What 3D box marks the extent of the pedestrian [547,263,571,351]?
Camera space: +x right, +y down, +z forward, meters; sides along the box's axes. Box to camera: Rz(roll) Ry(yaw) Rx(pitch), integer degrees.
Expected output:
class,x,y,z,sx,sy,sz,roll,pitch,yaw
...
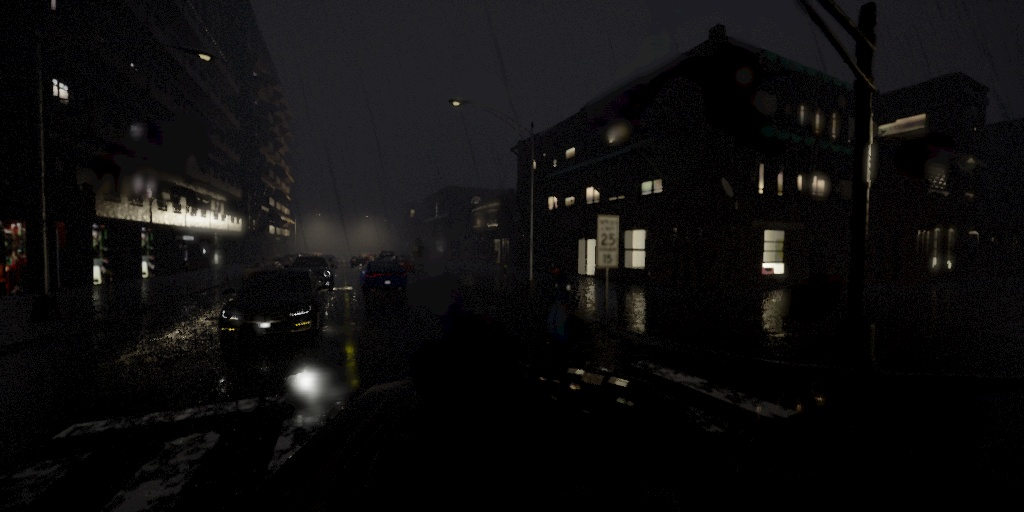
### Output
class,x,y,z,sx,sy,sz,roll,pitch,yaw
pedestrian,0.957,0.994,7.317,0.375,1.860,0.375,-1,2,-25

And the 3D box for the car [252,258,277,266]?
class,x,y,z,sx,sy,sz,roll,pitch,yaw
car,-14.555,0.883,21.229,1.751,1.417,4.829,0,0,-25

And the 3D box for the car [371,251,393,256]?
class,x,y,z,sx,sy,sz,roll,pitch,yaw
car,-14.235,0.343,40.366,2.192,1.841,5.009,0,0,-25

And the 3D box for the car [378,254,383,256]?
class,x,y,z,sx,sy,sz,roll,pitch,yaw
car,-11.813,0.714,35.232,1.802,1.307,4.207,0,0,-25

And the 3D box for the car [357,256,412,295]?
class,x,y,z,sx,sy,sz,roll,pitch,yaw
car,-6.420,0.949,17.697,1.882,1.535,5.008,0,1,-25

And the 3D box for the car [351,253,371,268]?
class,x,y,z,sx,sy,sz,roll,pitch,yaw
car,-16.965,0.619,39.997,1.895,1.301,4.718,0,1,-25

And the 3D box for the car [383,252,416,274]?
class,x,y,z,sx,sy,sz,roll,pitch,yaw
car,-9.372,0.676,30.109,1.967,1.591,4.097,0,0,-25

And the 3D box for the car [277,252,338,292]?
class,x,y,z,sx,sy,sz,roll,pitch,yaw
car,-10.121,0.795,18.072,2.097,1.767,4.553,0,1,-25

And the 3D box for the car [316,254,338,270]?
class,x,y,z,sx,sy,sz,roll,pitch,yaw
car,-18.754,0.594,36.494,1.812,1.442,4.674,0,1,-25

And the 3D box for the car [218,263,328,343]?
class,x,y,z,sx,sy,sz,roll,pitch,yaw
car,-6.092,1.123,9.530,1.837,1.490,4.892,0,1,-25
